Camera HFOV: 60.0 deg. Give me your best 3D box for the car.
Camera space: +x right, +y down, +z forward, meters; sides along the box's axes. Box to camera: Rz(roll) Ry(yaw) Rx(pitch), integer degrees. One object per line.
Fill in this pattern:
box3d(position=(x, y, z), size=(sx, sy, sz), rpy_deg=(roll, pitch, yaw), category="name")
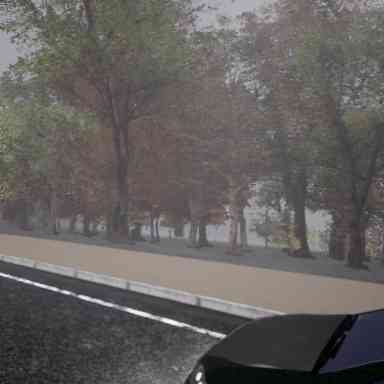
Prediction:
box3d(position=(1.928, 1.561, 2.312), size=(4.181, 1.385, 1.994), rpy_deg=(-1, 0, 35), category="car")
